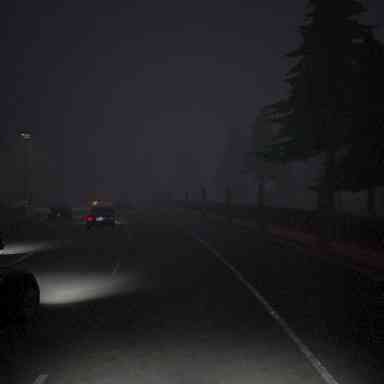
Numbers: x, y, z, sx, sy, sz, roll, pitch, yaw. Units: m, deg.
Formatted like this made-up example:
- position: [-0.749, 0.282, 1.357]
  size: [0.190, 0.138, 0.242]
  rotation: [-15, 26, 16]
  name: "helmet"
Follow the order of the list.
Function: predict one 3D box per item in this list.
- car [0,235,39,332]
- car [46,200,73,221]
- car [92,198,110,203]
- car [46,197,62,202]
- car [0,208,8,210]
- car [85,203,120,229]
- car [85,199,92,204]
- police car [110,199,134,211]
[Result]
- position: [-3.675, 1.568, 4.248]
  size: [1.812, 1.442, 4.674]
  rotation: [0, 0, -2]
  name: "car"
- position: [-11.770, 1.770, 29.850]
  size: [1.812, 1.442, 4.674]
  rotation: [0, 0, -17]
  name: "car"
- position: [-14.831, 1.891, 56.244]
  size: [1.801, 1.575, 5.366]
  rotation: [0, 0, -31]
  name: "car"
- position: [-31.732, 1.876, 76.507]
  size: [4.553, 1.767, 2.097]
  rotation: [-1, -1, 45]
  name: "car"
- position: [-23.785, 1.908, 40.885]
  size: [2.033, 1.411, 5.357]
  rotation: [0, 0, -25]
  name: "car"
- position: [-6.249, 1.727, 23.068]
  size: [2.033, 1.411, 5.357]
  rotation: [0, 0, -13]
  name: "car"
- position: [-18.391, 1.941, 61.777]
  size: [1.801, 1.575, 5.366]
  rotation: [0, 0, -34]
  name: "car"
- position: [-9.612, 1.777, 46.511]
  size: [1.930, 1.638, 5.238]
  rotation: [0, 0, -25]
  name: "police car"
